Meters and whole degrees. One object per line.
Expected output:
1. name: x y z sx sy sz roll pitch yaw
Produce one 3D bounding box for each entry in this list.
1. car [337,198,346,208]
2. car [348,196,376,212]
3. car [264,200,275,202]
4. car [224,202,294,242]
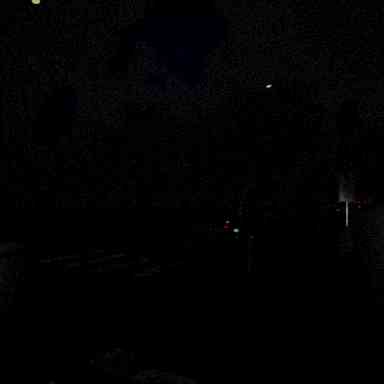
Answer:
1. car: 20.076 1.168 42.937 2.097 1.767 4.553 0 0 37
2. car: 18.912 1.299 36.603 2.128 1.511 4.902 0 0 37
3. car: 4.654 1.327 22.515 2.128 1.511 4.902 0 0 37
4. car: 3.229 1.387 15.700 1.812 1.442 4.674 0 0 37
